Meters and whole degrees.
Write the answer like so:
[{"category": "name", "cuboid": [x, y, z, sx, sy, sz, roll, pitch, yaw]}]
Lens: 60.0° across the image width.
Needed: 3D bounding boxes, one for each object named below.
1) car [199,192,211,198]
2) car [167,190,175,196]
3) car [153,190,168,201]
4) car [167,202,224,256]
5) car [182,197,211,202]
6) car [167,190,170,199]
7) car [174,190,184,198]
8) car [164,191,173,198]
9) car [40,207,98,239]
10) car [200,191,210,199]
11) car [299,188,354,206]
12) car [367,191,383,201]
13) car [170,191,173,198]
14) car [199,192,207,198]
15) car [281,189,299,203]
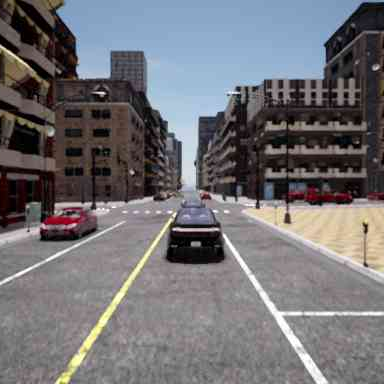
[{"category": "car", "cuboid": [2.686, 0.680, 63.733, 1.967, 1.590, 4.097, 0, 1, 0]}, {"category": "car", "cuboid": [-5.695, 0.356, 92.142, 1.967, 1.590, 4.097, 0, 1, 0]}, {"category": "car", "cuboid": [-5.694, 0.871, 58.050, 1.947, 1.339, 4.313, 0, 1, 0]}, {"category": "car", "cuboid": [0.105, 1.335, 12.398, 2.128, 1.511, 4.902, 0, 0, 0]}, {"category": "car", "cuboid": [0.097, 1.272, 23.857, 1.994, 1.385, 4.181, 0, 1, 0]}, {"category": "car", "cuboid": [-5.694, 0.767, 63.562, 1.752, 1.417, 4.829, 0, 1, 0]}, {"category": "car", "cuboid": [-3.003, 0.436, 77.568, 2.097, 1.767, 4.553, 0, 1, 0]}, {"category": "car", "cuboid": [-5.695, 0.484, 80.777, 1.967, 1.590, 4.097, 0, 1, 0]}, {"category": "car", "cuboid": [-5.743, 1.384, 16.029, 1.802, 1.307, 4.206, 0, 1, 0]}, {"category": "car", "cuboid": [2.686, 0.614, 69.415, 1.967, 1.590, 4.097, 0, 1, 0]}, {"category": "car", "cuboid": [14.692, 0.590, 35.983, 5.009, 1.841, 2.192, -1, 2, 0]}, {"category": "car", "cuboid": [25.653, 0.532, 44.464, 4.206, 1.307, 1.802, -1, 2, 0]}, {"category": "car", "cuboid": [-5.695, 0.489, 69.411, 2.192, 1.841, 5.009, 0, 1, 0]}, {"category": "car", "cuboid": [2.686, 0.627, 80.781, 1.802, 1.307, 4.206, 0, 1, 0]}, {"category": "car", "cuboid": [14.557, 0.473, 44.361, 5.009, 1.841, 2.192, -1, 2, 0]}]
